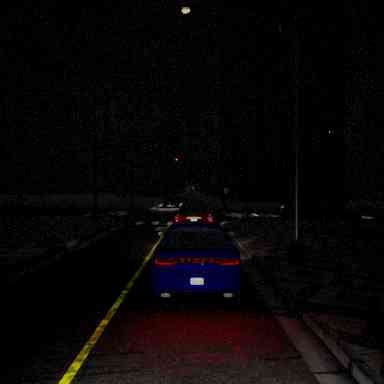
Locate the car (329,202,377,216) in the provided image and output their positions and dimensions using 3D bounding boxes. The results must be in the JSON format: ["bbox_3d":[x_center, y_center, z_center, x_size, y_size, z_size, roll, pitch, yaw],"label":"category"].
[{"bbox_3d":[17.778,1.839,36.905,4.403,1.369,2.008,1,-1,0],"label":"car"}]

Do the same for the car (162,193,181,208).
[{"bbox_3d":[-3.104,1.218,49.335,2.150,2.045,5.566,0,0,0],"label":"car"}]

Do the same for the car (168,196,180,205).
[{"bbox_3d":[-3.092,1.522,59.166,1.812,1.442,4.674,0,0,1],"label":"car"}]

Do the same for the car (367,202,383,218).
[{"bbox_3d":[20.859,1.864,34.231,4.674,1.442,1.812,1,0,0],"label":"car"}]

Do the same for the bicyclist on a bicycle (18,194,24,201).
[{"bbox_3d":[-20.506,1.027,39.761,0.582,1.620,1.656,1,0,0],"label":"bicyclist on a bicycle"}]

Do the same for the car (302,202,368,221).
[{"bbox_3d":[12.129,1.772,28.380,4.313,1.339,1.947,1,-1,0],"label":"car"}]

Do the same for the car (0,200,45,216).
[{"bbox_3d":[-14.780,1.365,28.278,4.403,1.369,2.008,1,-1,0],"label":"car"}]

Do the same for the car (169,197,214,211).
[{"bbox_3d":[0.116,1.350,17.693,2.097,1.767,4.553,0,0,1],"label":"car"}]

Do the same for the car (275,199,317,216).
[{"bbox_3d":[10.945,1.537,34.228,4.553,1.767,2.097,1,0,0],"label":"car"}]

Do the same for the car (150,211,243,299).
[{"bbox_3d":[0.099,1.477,8.539,1.882,1.535,5.008,0,0,0],"label":"car"}]

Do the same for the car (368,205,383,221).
[{"bbox_3d":[17.942,1.821,28.381,4.829,1.417,1.752,1,-1,0],"label":"car"}]

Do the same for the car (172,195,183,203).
[{"bbox_3d":[-3.024,1.487,69.485,2.128,1.511,4.902,0,0,0],"label":"car"}]
